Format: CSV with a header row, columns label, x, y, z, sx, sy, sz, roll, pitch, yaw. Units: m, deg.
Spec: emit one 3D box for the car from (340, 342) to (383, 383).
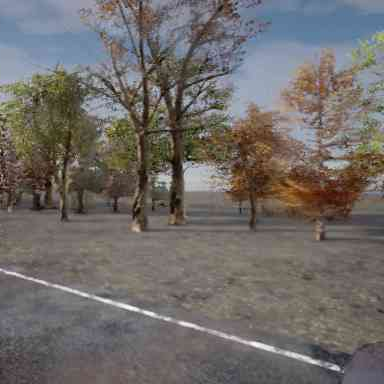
label,x,y,z,sx,sy,sz,roll,pitch,yaw
car,3.372,1.533,1.292,5.357,1.411,2.033,-1,-1,36
